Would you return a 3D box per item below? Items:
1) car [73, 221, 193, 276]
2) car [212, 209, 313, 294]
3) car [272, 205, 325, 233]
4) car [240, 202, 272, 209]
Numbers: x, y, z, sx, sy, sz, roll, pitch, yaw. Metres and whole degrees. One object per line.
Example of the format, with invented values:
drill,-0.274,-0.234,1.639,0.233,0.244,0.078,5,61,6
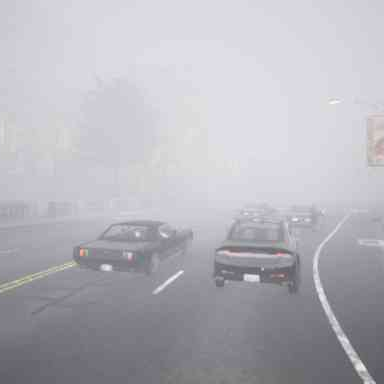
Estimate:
car,-1.428,1.539,10.247,1.895,1.301,4.718,0,0,17
car,1.825,1.438,8.775,2.128,1.511,4.902,0,0,16
car,6.425,1.430,19.154,2.033,1.411,5.357,0,0,28
car,4.613,1.407,23.149,2.033,1.411,5.357,0,0,28
